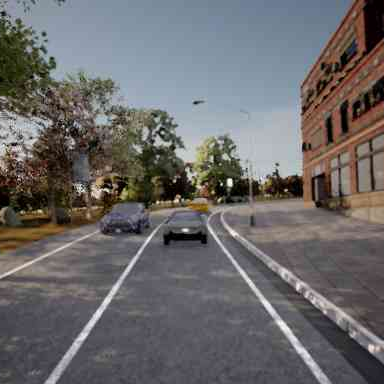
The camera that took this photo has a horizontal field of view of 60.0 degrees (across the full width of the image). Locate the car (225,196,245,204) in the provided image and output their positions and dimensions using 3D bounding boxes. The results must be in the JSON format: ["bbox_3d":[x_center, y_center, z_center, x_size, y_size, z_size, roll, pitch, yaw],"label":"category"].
[{"bbox_3d":[7.626,1.456,58.740,1.895,1.301,4.718,-4,-1,34],"label":"car"}]

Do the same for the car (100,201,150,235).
[{"bbox_3d":[-3.668,1.354,18.886,2.097,1.767,4.553,0,0,1],"label":"car"}]

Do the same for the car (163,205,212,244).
[{"bbox_3d":[-0.301,1.568,15.993,1.994,1.385,4.181,0,0,-1],"label":"car"}]

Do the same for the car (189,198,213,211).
[{"bbox_3d":[0.935,1.395,33.788,1.882,1.535,5.008,-1,0,10],"label":"car"}]
